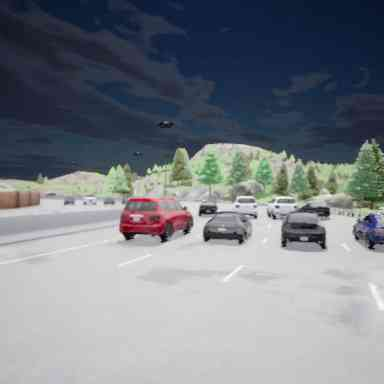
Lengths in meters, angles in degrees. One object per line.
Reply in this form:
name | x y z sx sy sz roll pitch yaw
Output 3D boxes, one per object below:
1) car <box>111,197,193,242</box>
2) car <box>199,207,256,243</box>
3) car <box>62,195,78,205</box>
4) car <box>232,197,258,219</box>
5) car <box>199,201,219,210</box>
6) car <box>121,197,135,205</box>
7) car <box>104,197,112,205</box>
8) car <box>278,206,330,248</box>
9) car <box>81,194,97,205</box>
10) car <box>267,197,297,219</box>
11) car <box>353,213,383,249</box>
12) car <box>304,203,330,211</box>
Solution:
car | -1.642 1.308 17.139 2.150 2.045 5.566 0 0 17
car | 1.926 1.682 16.961 1.994 1.385 4.181 0 0 16
car | -22.099 1.644 60.273 1.837 1.490 4.892 1 -1 -18
car | 5.139 1.464 32.402 2.150 2.045 5.566 1 0 6
car | 1.779 1.696 34.496 1.882 1.535 5.008 1 0 4
car | -12.555 1.805 64.925 2.033 1.411 5.357 1 0 -19
car | -15.548 1.723 62.759 1.837 1.490 4.892 1 -1 -18
car | 5.250 1.650 15.846 1.837 1.490 4.892 1 0 16
car | -19.094 1.405 62.428 2.150 2.045 5.566 1 -1 -20
car | 8.613 1.496 31.977 2.150 2.045 5.566 1 0 6
car | 8.673 1.698 15.106 1.812 1.442 4.674 0 0 16
car | 12.201 1.791 33.251 1.882 1.535 5.008 1 0 4
